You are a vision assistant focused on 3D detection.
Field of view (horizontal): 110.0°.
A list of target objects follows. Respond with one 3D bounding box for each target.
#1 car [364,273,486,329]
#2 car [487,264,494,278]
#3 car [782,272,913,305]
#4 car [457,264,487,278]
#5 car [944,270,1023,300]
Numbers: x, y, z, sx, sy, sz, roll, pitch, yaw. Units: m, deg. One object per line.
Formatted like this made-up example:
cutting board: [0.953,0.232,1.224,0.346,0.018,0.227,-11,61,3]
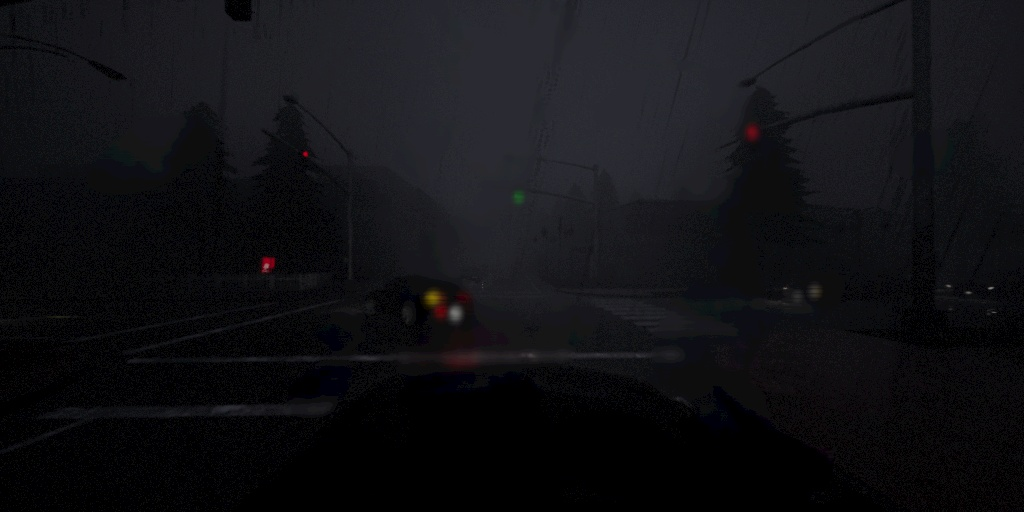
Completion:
car: [-3.207,1.370,11.863,1.837,1.490,4.892,4,-3,-42]
car: [-3.588,1.676,41.214,2.128,1.511,4.902,0,-1,0]
car: [15.541,1.441,16.542,5.357,1.411,2.033,0,-1,-7]
car: [-3.597,1.620,31.032,2.033,1.411,5.357,0,-1,0]
car: [25.497,1.465,18.834,5.357,1.411,2.033,0,-1,-17]
